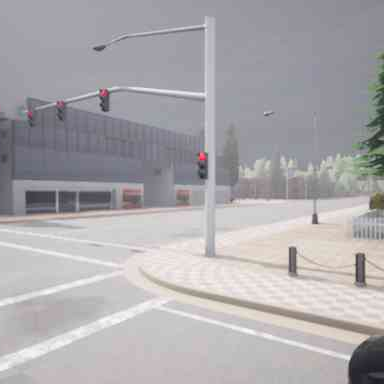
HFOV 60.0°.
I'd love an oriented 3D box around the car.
[{"bbox_3d":[3.423,1.478,1.519,5.008,1.535,1.882,0,0,36],"label":"car"}]
